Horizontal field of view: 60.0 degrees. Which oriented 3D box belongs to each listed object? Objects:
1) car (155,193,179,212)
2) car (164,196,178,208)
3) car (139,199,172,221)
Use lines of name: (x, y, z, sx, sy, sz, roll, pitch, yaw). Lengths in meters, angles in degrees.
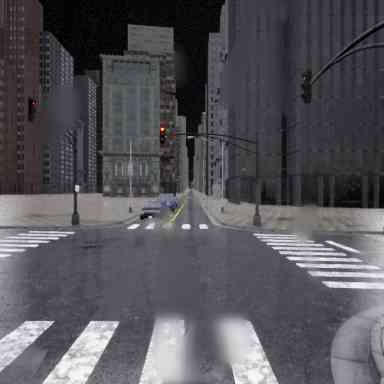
car: (-3.121, 1.223, 39.886, 2.150, 2.045, 5.566, 0, 0, 0)
car: (-3.117, 1.478, 50.493, 1.882, 1.535, 5.008, 0, 0, 0)
car: (-3.137, 1.547, 27.936, 2.033, 1.411, 5.357, 0, 0, 1)
